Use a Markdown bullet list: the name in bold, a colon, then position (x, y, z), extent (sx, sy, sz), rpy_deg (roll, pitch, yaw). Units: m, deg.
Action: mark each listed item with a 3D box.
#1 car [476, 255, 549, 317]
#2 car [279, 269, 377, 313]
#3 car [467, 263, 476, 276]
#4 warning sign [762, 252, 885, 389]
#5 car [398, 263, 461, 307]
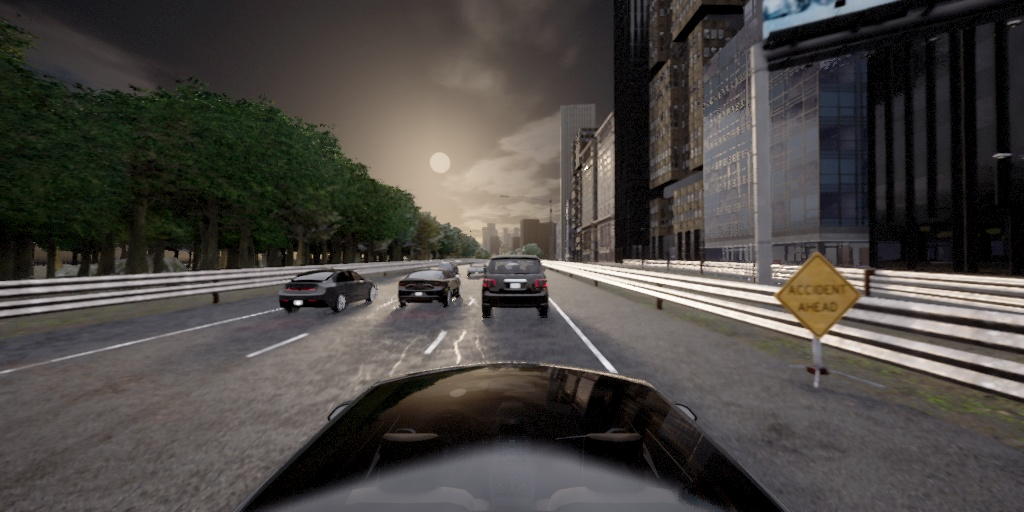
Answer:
- **car**: position (0.101, 0.973, 13.287), extent (2.150, 2.045, 5.566), rpy_deg (0, 0, 0)
- **car**: position (-6.896, 1.257, 13.988), extent (1.837, 1.490, 4.892), rpy_deg (0, 0, 0)
- **car**: position (-3.423, 1.367, 37.031), extent (1.895, 1.301, 4.718), rpy_deg (0, 0, 0)
- **warning sign**: position (4.550, 0.867, 5.338), extent (1.300, 1.860, 1.060), rpy_deg (0, 0, 0)
- **car**: position (-3.397, 1.230, 15.535), extent (1.882, 1.535, 5.008), rpy_deg (0, 0, 0)
